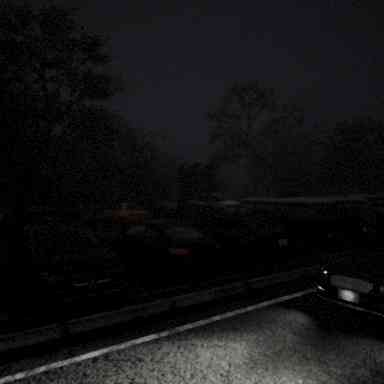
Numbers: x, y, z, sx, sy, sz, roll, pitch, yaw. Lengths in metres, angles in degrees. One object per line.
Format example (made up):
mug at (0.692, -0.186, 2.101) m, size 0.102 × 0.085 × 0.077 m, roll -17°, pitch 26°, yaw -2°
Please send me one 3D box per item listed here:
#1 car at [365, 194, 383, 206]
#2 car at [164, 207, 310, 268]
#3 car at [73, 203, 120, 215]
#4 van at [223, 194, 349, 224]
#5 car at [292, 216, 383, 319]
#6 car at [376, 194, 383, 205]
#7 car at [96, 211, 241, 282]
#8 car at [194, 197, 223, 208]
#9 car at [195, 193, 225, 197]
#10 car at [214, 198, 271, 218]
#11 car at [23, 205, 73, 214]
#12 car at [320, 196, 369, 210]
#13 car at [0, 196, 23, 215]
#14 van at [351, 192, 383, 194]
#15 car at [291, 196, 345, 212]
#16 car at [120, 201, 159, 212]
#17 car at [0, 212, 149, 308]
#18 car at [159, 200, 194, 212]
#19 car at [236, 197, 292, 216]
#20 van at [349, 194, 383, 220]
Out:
car at (27.010, 1.076, 45.950) m, size 2.097 × 1.535 × 5.008 m, roll -1°, pitch 0°, yaw -36°
car at (1.277, 1.502, 11.519) m, size 2.163 × 1.488 × 4.792 m, roll -1°, pitch 0°, yaw -36°
car at (-6.843, 1.508, 21.720) m, size 2.163 × 1.488 × 4.792 m, roll 0°, pitch 0°, yaw -36°
van at (3.504, 1.223, 13.218) m, size 1.878 × 1.987 × 4.442 m, roll -1°, pitch 0°, yaw -36°
car at (4.591, 1.447, 6.957) m, size 4.902 × 1.511 × 2.128 m, roll 0°, pitch 0°, yaw -35°
car at (29.266, 1.089, 47.567) m, size 2.002 × 1.452 × 4.674 m, roll -1°, pitch 0°, yaw -36°
car at (-0.989, 1.529, 9.860) m, size 2.002 × 1.452 × 4.674 m, roll 0°, pitch 0°, yaw -36°
car at (-0.083, 1.409, 26.581) m, size 2.231 × 1.521 × 4.892 m, roll -1°, pitch 0°, yaw -36°
car at (2.185, 1.129, 28.174) m, size 2.435 × 2.045 × 5.566 m, roll -1°, pitch 0°, yaw -36°
car at (4.425, 1.352, 29.818) m, size 2.097 × 1.535 × 5.008 m, roll -1°, pitch 0°, yaw -36°
car at (-9.141, 1.522, 20.148) m, size 2.163 × 1.488 × 4.792 m, roll 0°, pitch 0°, yaw -36°
car at (17.993, 1.216, 39.475) m, size 2.163 × 1.488 × 4.792 m, roll -1°, pitch 0°, yaw -36°
car at (-11.366, 1.254, 18.487) m, size 2.435 × 2.045 × 5.566 m, roll 0°, pitch 0°, yaw -36°
van at (10.347, 1.146, 18.110) m, size 1.878 × 1.987 × 4.442 m, roll -1°, pitch 0°, yaw -36°
car at (13.567, 1.239, 36.118) m, size 1.946 × 1.575 × 5.366 m, roll -1°, pitch 0°, yaw -36°
car at (-4.713, 1.453, 23.506) m, size 1.946 × 1.575 × 5.366 m, roll -1°, pitch 0°, yaw -36°
car at (-3.275, 1.503, 8.237) m, size 2.231 × 1.521 × 4.892 m, roll 0°, pitch 0°, yaw -36°
car at (-2.344, 1.433, 24.966) m, size 2.097 × 1.535 × 5.008 m, roll -1°, pitch 0°, yaw -36°
car at (6.683, 1.325, 31.432) m, size 2.097 × 1.535 × 5.008 m, roll -1°, pitch 0°, yaw -36°
van at (5.919, 1.201, 14.658) m, size 1.878 × 1.987 × 4.442 m, roll -1°, pitch 0°, yaw -36°
